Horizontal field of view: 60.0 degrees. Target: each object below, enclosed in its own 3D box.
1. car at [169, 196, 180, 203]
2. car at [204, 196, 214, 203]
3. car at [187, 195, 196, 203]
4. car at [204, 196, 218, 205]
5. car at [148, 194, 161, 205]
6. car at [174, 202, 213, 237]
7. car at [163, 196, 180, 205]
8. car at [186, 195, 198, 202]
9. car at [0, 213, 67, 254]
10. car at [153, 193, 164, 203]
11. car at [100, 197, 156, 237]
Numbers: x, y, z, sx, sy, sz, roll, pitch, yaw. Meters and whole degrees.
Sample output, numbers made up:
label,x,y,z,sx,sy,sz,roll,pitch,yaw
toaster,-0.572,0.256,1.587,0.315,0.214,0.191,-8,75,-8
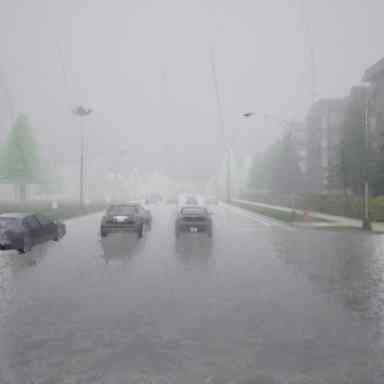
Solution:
label,x,y,z,sx,sy,sz,roll,pitch,yaw
car,-3.547,1.513,67.921,2.033,1.411,5.357,0,0,0
car,3.453,1.488,67.926,1.812,1.442,4.674,0,0,0
car,-0.047,1.456,67.924,1.837,1.490,4.892,0,0,0
car,3.460,1.470,57.509,1.882,1.535,5.008,0,0,0
car,-7.040,1.484,57.501,2.128,1.511,4.902,0,0,0
car,0.089,1.502,17.916,1.837,1.490,4.892,0,0,0
car,-3.540,1.593,57.951,1.895,1.301,4.718,0,0,0
car,-0.040,1.556,57.923,1.994,1.385,4.181,0,0,0
car,-6.908,1.545,13.482,2.033,1.411,5.357,0,0,0
car,-7.047,1.180,67.949,2.150,2.045,5.566,0,0,0
car,-3.410,1.349,18.019,2.097,1.767,4.553,0,0,0
